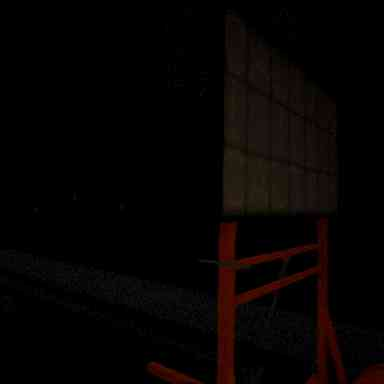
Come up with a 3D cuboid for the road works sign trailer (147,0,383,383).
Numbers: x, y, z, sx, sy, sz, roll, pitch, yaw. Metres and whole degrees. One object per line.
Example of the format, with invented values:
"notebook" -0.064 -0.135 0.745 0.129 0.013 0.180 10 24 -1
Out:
"road works sign trailer" 0.662 0.621 2.862 2.880 3.560 2.380 -1 -3 39
